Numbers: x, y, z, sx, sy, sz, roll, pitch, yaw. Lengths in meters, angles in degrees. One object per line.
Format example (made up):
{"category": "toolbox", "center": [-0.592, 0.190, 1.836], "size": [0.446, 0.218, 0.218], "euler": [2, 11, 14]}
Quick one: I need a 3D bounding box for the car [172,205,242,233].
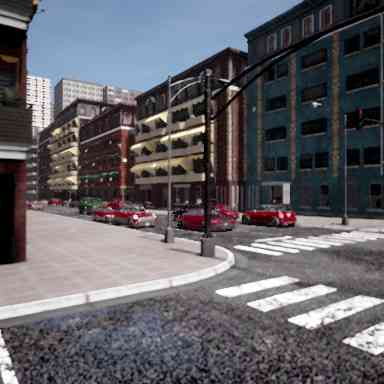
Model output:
{"category": "car", "center": [0.846, 1.758, 21.331], "size": [1.994, 1.385, 4.181], "euler": [0, -1, -35]}

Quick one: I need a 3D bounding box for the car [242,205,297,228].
{"category": "car", "center": [5.462, 1.640, 24.168], "size": [1.967, 1.590, 4.097], "euler": [-1, 0, -35]}

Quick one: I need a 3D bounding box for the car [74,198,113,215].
{"category": "car", "center": [-11.744, 1.687, 39.414], "size": [2.150, 2.045, 5.566], "euler": [0, -1, -35]}

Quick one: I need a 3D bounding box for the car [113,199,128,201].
{"category": "car", "center": [-10.404, 1.857, 46.928], "size": [2.192, 1.841, 5.009], "euler": [-1, 0, -35]}

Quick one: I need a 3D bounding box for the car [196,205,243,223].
{"category": "car", "center": [2.289, 1.851, 28.718], "size": [1.802, 1.307, 4.206], "euler": [-1, 0, -35]}

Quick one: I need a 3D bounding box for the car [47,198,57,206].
{"category": "car", "center": [-32.604, 2.330, 78.798], "size": [2.192, 1.841, 5.009], "euler": [-1, 0, -35]}

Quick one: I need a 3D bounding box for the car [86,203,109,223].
{"category": "car", "center": [-7.340, 1.905, 28.746], "size": [1.802, 1.307, 4.206], "euler": [-1, 0, -35]}

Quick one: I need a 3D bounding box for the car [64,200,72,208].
{"category": "car", "center": [-23.086, 2.379, 65.138], "size": [1.947, 1.339, 4.313], "euler": [-1, 0, -35]}

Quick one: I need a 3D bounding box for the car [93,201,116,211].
{"category": "car", "center": [-13.572, 2.161, 51.480], "size": [2.008, 1.369, 4.403], "euler": [-1, 0, -35]}

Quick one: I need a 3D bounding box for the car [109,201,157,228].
{"category": "car", "center": [-4.170, 1.695, 24.194], "size": [1.967, 1.590, 4.097], "euler": [-1, 0, -35]}

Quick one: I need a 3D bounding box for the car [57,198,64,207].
{"category": "car", "center": [-26.257, 2.431, 69.691], "size": [2.008, 1.369, 4.403], "euler": [-1, 0, -35]}

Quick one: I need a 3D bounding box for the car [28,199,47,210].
{"category": "car", "center": [-26.370, 2.172, 56.065], "size": [1.967, 1.590, 4.097], "euler": [-1, 0, -35]}

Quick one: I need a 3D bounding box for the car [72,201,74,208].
{"category": "car", "center": [-19.914, 2.327, 60.586], "size": [1.802, 1.307, 4.206], "euler": [-1, 0, -35]}
